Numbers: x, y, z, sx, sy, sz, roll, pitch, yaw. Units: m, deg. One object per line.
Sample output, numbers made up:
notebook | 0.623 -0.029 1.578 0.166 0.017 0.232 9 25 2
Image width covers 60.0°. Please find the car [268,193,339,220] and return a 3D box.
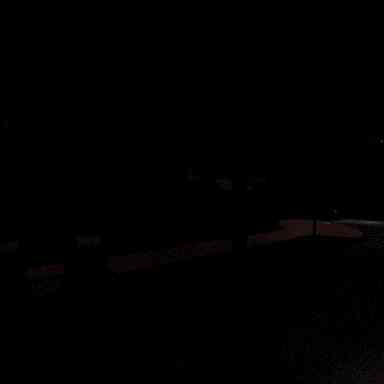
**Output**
car | 8.512 1.064 26.284 5.566 2.045 2.150 0 0 42
